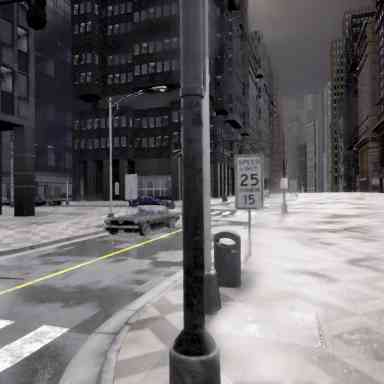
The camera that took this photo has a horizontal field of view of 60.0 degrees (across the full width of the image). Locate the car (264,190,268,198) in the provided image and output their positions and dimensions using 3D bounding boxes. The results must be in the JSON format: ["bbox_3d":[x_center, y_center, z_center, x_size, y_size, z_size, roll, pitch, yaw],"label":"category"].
[{"bbox_3d":[11.228,0.632,56.940,1.994,1.385,4.181,-1,1,19],"label":"car"}]

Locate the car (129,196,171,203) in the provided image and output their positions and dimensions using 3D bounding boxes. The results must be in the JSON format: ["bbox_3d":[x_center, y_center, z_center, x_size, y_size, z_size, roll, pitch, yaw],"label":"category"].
[{"bbox_3d":[-4.258,1.123,35.659,4.718,1.301,1.895,-1,0,16],"label":"car"}]

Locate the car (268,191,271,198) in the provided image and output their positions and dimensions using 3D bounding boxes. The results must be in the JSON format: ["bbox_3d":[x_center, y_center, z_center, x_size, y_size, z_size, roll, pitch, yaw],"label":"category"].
[{"bbox_3d":[14.603,0.411,66.634,2.128,1.511,4.902,-1,1,19],"label":"car"}]

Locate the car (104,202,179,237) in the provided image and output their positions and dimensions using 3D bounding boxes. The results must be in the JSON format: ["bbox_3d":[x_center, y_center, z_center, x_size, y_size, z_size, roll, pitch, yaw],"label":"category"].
[{"bbox_3d":[-2.390,1.383,16.775,1.895,1.301,4.718,-1,1,20],"label":"car"}]

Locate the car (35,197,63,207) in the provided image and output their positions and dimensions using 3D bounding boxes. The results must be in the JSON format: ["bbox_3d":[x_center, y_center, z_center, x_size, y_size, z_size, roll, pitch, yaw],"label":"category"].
[{"bbox_3d":[-18.125,1.257,40.240,4.718,1.301,1.895,-1,0,19],"label":"car"}]

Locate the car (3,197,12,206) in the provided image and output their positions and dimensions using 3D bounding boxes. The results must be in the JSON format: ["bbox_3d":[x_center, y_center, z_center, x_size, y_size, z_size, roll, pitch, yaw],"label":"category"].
[{"bbox_3d":[-27.450,1.327,46.803,4.181,1.385,1.994,0,0,19],"label":"car"}]
